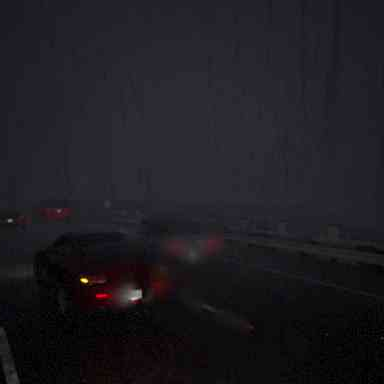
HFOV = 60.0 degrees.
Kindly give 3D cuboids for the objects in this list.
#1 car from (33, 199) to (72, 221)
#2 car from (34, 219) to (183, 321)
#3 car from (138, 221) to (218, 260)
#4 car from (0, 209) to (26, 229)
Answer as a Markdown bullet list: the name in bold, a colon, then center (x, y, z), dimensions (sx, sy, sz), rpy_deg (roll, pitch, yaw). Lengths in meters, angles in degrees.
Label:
- **car**: center (-11.624, 1.590, 27.553), dimensions (2.150, 2.045, 5.566), rpy_deg (0, -1, -34)
- **car**: center (-2.259, 1.576, 7.463), dimensions (1.812, 1.442, 4.674), rpy_deg (0, -1, -34)
- **car**: center (-1.210, 1.695, 12.156), dimensions (1.895, 1.301, 4.718), rpy_deg (0, -1, -34)
- **car**: center (-12.899, 1.864, 23.188), dimensions (1.994, 1.385, 4.181), rpy_deg (0, -1, -34)
